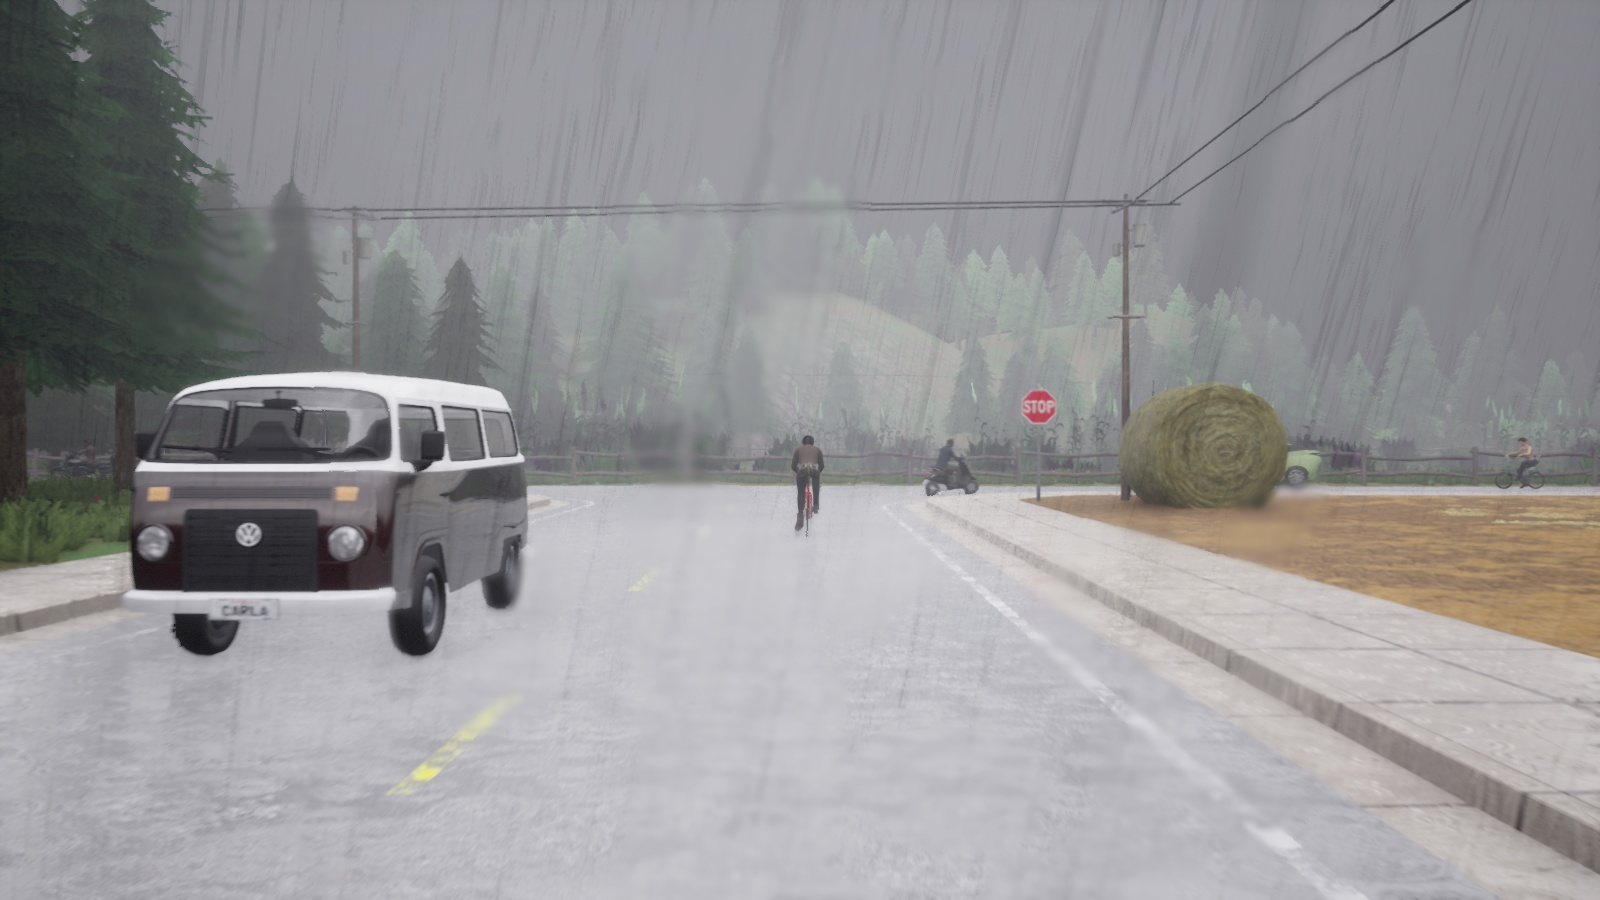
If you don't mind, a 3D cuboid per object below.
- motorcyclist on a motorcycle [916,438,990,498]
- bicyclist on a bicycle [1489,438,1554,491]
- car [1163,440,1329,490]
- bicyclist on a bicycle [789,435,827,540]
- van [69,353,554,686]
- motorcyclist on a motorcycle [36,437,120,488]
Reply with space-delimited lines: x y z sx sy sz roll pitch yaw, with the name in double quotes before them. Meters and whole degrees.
"motorcyclist on a motorcycle" 4.222 0.484 34.708 1.817 1.590 0.866 -1 3 -28
"bicyclist on a bicycle" 22.292 0.447 38.821 1.509 1.612 0.866 0 0 3
"car" 13.888 0.448 39.284 4.514 1.525 2.007 0 0 3
"bicyclist on a bicycle" 0.133 0.586 20.241 0.582 1.620 1.656 0 0 0
"van" -3.427 0.411 9.923 2.069 2.038 4.480 0 0 0
"motorcyclist on a motorcycle" -23.732 0.410 41.295 2.350 1.649 0.766 0 0 2
